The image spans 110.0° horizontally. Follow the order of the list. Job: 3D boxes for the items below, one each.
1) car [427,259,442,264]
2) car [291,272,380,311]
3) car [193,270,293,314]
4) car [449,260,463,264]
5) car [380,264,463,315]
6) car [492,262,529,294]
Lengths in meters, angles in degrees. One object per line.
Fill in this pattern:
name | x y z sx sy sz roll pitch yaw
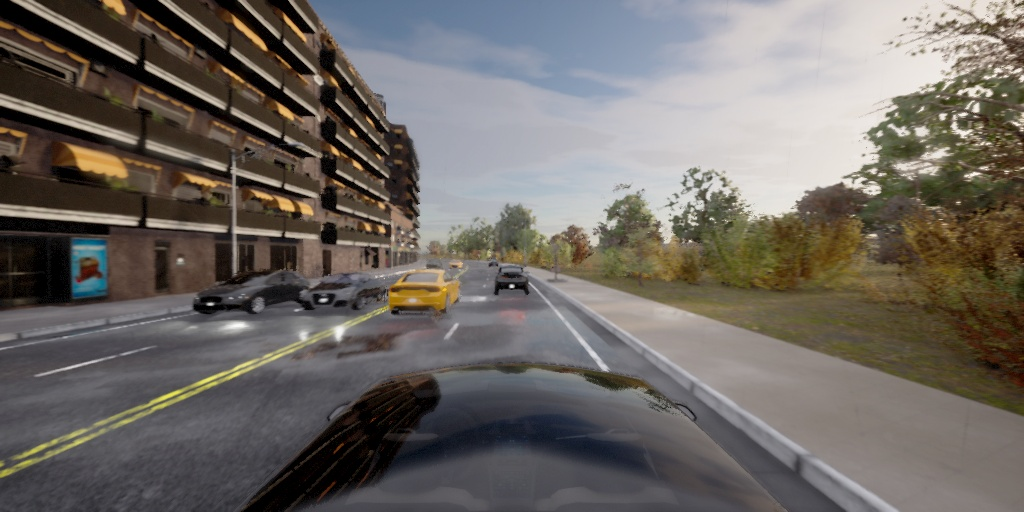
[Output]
car | -11.990 1.221 55.549 2.097 1.767 4.553 0 0 -5
car | -6.661 1.366 14.616 1.994 1.385 4.181 0 0 -1
car | -9.905 1.324 14.156 1.837 1.490 4.892 0 0 -1
car | -8.825 1.327 56.594 1.882 1.535 5.008 0 0 -5
car | -3.193 1.260 13.891 1.882 1.535 5.008 0 0 -1
car | -0.062 1.279 20.720 1.837 1.490 4.892 0 0 -1
